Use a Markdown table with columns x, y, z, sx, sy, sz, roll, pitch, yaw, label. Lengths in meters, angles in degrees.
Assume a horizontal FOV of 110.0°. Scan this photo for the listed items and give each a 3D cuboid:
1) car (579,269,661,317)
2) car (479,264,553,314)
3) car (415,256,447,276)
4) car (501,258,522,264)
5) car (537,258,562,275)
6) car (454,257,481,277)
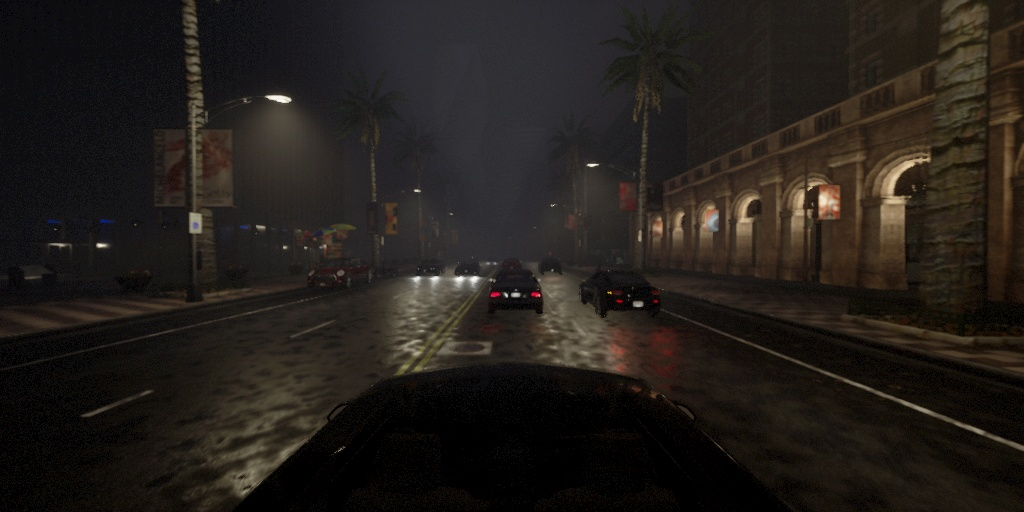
| x | y | z | sx | sy | sz | roll | pitch | yaw | label |
| --- | --- | --- | --- | --- | --- | --- | --- | --- | --- |
| 3.603 | 1.169 | 12.513 | 1.812 | 1.442 | 4.674 | 0 | 1 | 0 | car |
| 0.113 | 1.184 | 13.182 | 2.033 | 1.411 | 5.357 | 0 | 1 | 0 | car |
| -7.237 | 0.954 | 31.999 | 1.837 | 1.490 | 4.892 | 0 | 1 | -1 | car |
| -0.072 | 0.901 | 34.656 | 1.882 | 1.535 | 5.008 | 0 | 1 | -1 | car |
| 3.444 | 0.943 | 33.166 | 1.837 | 1.490 | 4.892 | 0 | 0 | -1 | car |
| -3.726 | 1.024 | 30.986 | 1.994 | 1.385 | 4.181 | 0 | 1 | -1 | car |
